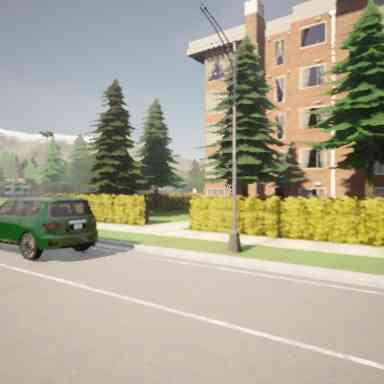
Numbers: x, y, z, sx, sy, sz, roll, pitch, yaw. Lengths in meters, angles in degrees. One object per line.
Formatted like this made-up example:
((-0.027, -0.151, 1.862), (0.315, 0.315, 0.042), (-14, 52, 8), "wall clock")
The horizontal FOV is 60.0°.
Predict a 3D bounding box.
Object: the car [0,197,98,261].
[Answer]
((-5.869, 1.199, 12.396), (5.566, 2.045, 2.150), (0, 0, 36), "car")
